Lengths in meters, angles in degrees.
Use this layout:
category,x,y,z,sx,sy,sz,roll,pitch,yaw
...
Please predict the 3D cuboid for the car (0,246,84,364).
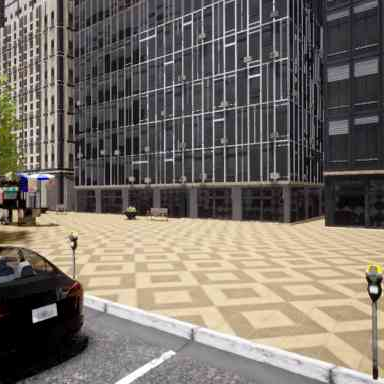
category,x,y,z,sx,sy,sz,roll,pitch,yaw
car,-3.553,1.566,5.418,4.313,1.339,1.947,0,0,36
